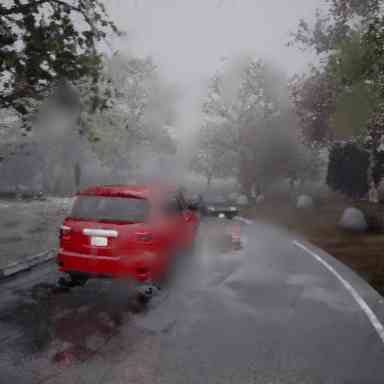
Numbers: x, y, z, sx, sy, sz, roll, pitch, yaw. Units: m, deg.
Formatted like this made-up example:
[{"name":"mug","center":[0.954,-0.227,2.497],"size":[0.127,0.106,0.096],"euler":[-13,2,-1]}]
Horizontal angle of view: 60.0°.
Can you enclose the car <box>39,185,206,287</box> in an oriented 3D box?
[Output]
[{"name":"car","center":[-1.200,0.851,8.578],"size":[2.150,2.045,5.566],"euler":[2,3,10]}]

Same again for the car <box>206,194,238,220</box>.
[{"name":"car","center":[0.760,0.781,18.973],"size":[1.895,1.301,4.718],"euler":[1,3,-20]}]

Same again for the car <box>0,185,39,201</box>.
[{"name":"car","center":[-15.626,0.081,29.073],"size":[4.718,1.301,1.895],"euler":[2,2,12]}]
